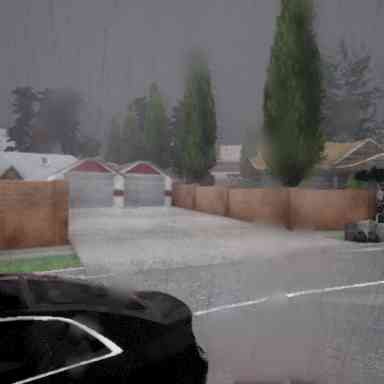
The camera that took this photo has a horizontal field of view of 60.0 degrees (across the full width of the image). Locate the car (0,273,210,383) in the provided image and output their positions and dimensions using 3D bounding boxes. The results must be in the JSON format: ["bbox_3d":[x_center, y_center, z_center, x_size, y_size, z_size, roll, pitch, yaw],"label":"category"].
[{"bbox_3d":[-2.151,1.473,2.220,4.892,1.490,1.837,0,0,-34],"label":"car"}]
